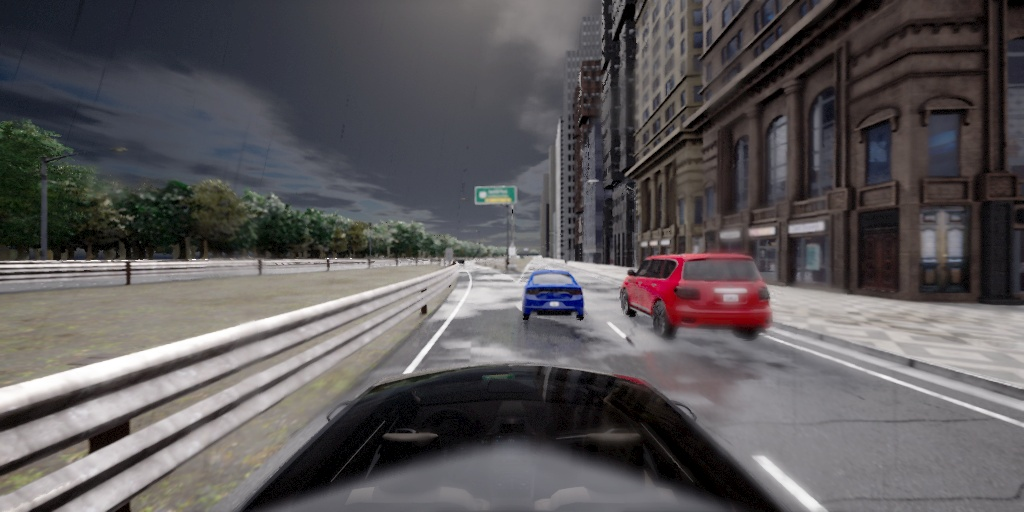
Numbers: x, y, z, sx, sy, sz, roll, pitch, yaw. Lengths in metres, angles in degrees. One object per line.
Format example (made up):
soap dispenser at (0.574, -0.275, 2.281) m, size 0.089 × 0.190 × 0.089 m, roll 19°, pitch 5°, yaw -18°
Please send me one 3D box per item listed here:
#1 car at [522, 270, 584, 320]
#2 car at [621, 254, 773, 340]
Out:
car at (1.368, 1.234, 12.742) m, size 1.882 × 1.535 × 5.008 m, roll 0°, pitch 0°, yaw 4°
car at (4.707, 0.968, 10.115) m, size 2.150 × 2.045 × 5.566 m, roll 0°, pitch 0°, yaw 4°
